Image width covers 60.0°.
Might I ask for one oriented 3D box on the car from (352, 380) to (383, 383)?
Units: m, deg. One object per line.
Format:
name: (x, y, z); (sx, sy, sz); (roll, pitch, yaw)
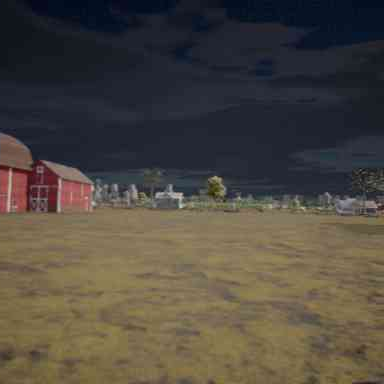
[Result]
car: (3.043, 1.753, 1.748); (4.892, 1.490, 1.837); (2, -3, 9)
